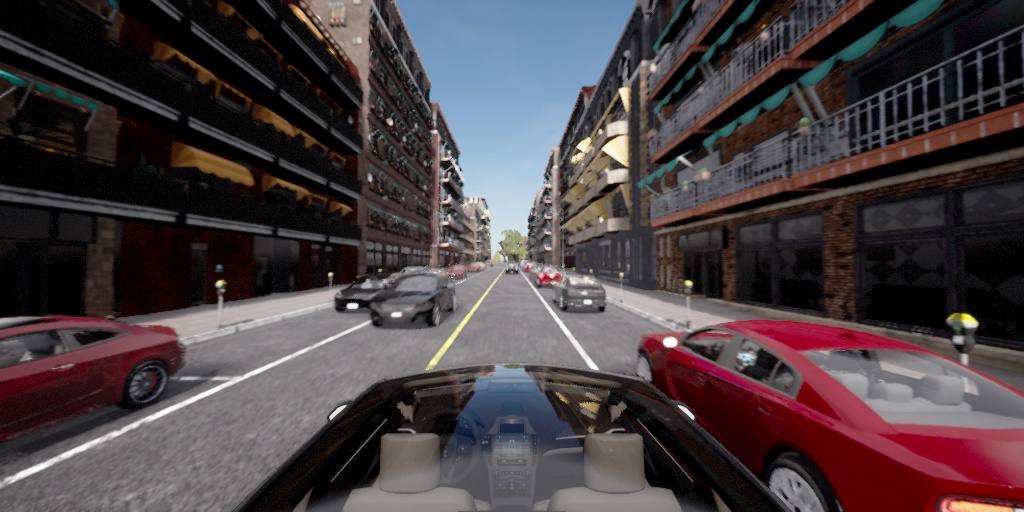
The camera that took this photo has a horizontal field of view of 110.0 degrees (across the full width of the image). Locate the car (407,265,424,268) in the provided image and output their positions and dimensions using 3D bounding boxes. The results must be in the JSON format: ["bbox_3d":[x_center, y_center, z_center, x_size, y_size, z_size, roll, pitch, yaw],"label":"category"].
[{"bbox_3d":[-5.697,1.364,20.645,1.967,1.591,4.097,0,0,0],"label":"car"}]

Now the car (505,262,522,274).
[{"bbox_3d":[-0.017,1.782,48.176,1.895,1.301,4.718,0,-1,0],"label":"car"}]

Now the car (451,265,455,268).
[{"bbox_3d":[-5.699,1.527,26.305,2.007,1.370,4.403,0,0,0],"label":"car"}]

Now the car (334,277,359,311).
[{"bbox_3d":[-5.695,1.438,14.983,1.948,1.339,4.313,0,0,0],"label":"car"}]

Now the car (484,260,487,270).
[{"bbox_3d":[-5.711,1.820,60.104,1.751,1.417,4.829,0,0,0],"label":"car"}]

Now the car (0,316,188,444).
[{"bbox_3d":[-5.691,1.350,3.660,1.802,1.307,4.207,0,0,0],"label":"car"}]

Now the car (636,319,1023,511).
[{"bbox_3d":[2.690,1.313,3.623,1.888,1.381,4.507,0,0,0],"label":"car"}]

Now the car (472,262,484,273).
[{"bbox_3d":[-5.710,1.787,54.614,1.888,1.381,4.507,0,0,0],"label":"car"}]

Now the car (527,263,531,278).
[{"bbox_3d":[2.680,1.580,31.929,2.007,1.370,4.403,0,0,0],"label":"car"}]

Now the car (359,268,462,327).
[{"bbox_3d":[-3.093,1.323,12.129,1.882,1.535,5.008,0,-1,0],"label":"car"}]

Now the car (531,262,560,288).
[{"bbox_3d":[2.682,1.416,26.268,1.967,1.591,4.097,0,0,0],"label":"car"}]

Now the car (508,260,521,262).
[{"bbox_3d":[-0.021,1.629,58.385,2.097,1.767,4.553,0,-1,0],"label":"car"}]

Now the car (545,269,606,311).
[{"bbox_3d":[2.686,1.422,14.946,2.007,1.370,4.403,0,0,0],"label":"car"}]

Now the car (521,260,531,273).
[{"bbox_3d":[2.672,1.681,54.576,1.967,1.591,4.097,0,0,0],"label":"car"}]

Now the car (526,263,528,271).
[{"bbox_3d":[2.678,1.664,37.591,1.802,1.307,4.207,0,0,0],"label":"car"}]

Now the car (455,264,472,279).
[{"bbox_3d":[-5.704,1.628,37.629,1.888,1.381,4.507,0,0,0],"label":"car"}]
